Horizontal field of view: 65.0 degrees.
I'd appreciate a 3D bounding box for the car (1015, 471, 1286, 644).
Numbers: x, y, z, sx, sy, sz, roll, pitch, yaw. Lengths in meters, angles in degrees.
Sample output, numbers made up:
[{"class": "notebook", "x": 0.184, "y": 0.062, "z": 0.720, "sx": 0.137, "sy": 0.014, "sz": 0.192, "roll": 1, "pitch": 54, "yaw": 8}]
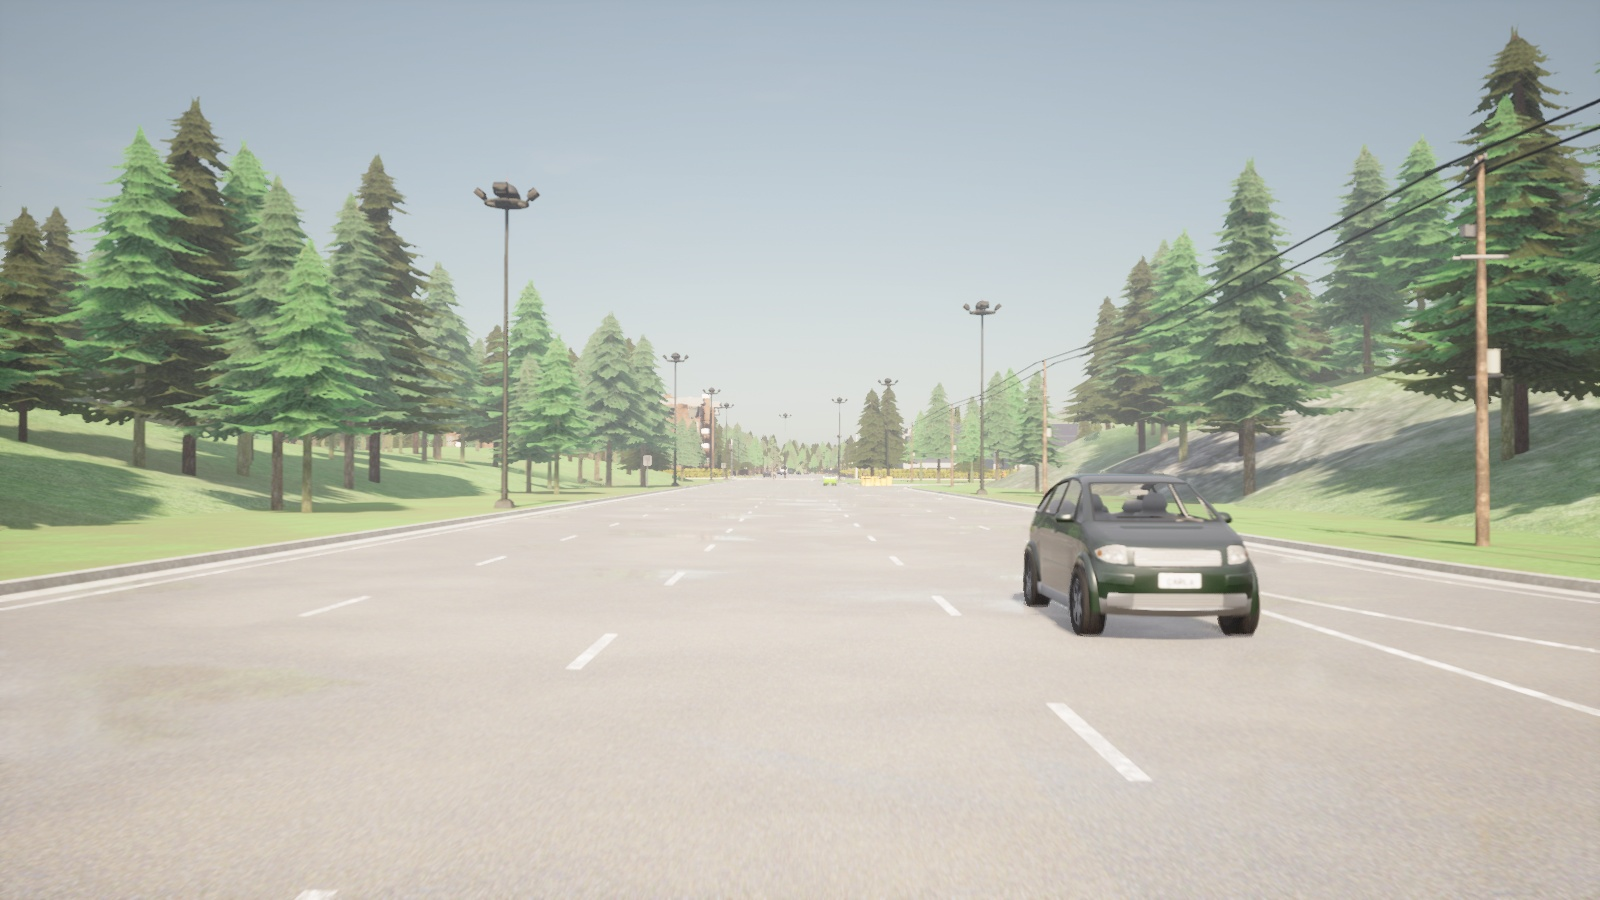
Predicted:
[{"class": "car", "x": 3.468, "y": 1.000, "z": 13.155, "sx": 1.789, "sy": 1.549, "sz": 3.705, "roll": 0, "pitch": -1, "yaw": 0}]
